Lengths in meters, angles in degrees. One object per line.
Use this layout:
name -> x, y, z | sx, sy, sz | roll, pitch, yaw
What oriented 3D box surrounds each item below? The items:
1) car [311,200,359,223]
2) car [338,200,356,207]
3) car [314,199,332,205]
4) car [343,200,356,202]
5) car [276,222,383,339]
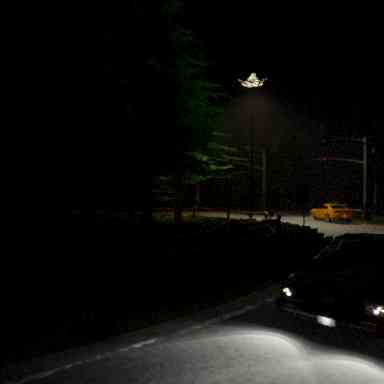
car -> 12.147, 1.792, 29.158 | 1.882, 1.535, 5.008 | 0, 0, -3
car -> 32.208, 2.341, 69.225 | 1.895, 1.301, 4.718 | 0, 0, 4
car -> 31.127, 2.366, 79.191 | 1.994, 1.385, 4.181 | 1, 0, -17
car -> 26.851, 2.153, 56.150 | 2.033, 1.411, 5.357 | 0, 0, 17
car -> 3.814, 1.630, 7.135 | 2.033, 1.411, 5.357 | 0, -1, 41
